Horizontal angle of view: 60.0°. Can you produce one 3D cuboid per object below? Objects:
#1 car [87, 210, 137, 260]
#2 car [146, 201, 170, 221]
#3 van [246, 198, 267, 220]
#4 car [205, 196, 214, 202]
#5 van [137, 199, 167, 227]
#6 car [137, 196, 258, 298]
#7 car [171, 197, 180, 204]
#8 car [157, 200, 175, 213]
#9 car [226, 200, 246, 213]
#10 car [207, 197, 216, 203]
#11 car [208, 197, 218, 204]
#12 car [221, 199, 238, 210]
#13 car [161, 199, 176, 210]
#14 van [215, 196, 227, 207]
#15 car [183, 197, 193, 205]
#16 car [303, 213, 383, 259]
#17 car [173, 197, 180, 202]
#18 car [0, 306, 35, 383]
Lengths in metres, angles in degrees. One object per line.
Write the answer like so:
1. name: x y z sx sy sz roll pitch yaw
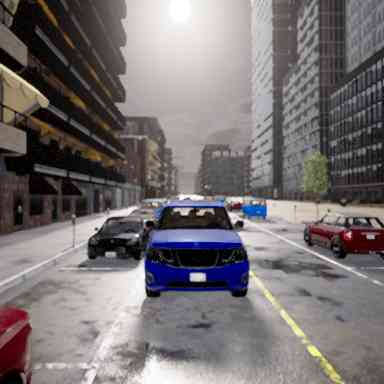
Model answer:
1. car: -2.587 1.602 12.633 1.947 1.339 4.313 1 0 -1
2. car: -2.889 1.615 29.170 1.752 1.417 4.829 1 0 -1
3. van: 5.490 1.449 29.493 1.690 1.788 3.998 1 0 -1
4. car: 4.470 1.739 85.179 1.967 1.590 4.097 1 0 -1
5. van: -2.787 1.413 23.772 1.690 1.788 3.998 1 0 -1
6. car: 0.061 1.251 8.977 2.150 2.045 5.566 0 0 -1
7. car: -3.707 1.786 73.889 1.887 1.381 4.507 1 0 -1
8. car: -3.096 1.678 40.476 2.008 1.369 4.403 1 0 -1
9. car: 5.283 1.727 40.628 1.802 1.307 4.206 1 0 -1
10. car: 4.569 1.824 79.610 1.887 1.381 4.507 1 0 -1
11. car: 4.669 1.785 74.211 1.752 1.417 4.829 1 0 -1
12. car: 5.178 1.689 46.367 1.752 1.417 4.829 1 0 -1
13. car: -3.194 1.670 45.876 1.752 1.417 4.829 1 0 -1
14. van: 4.981 1.542 57.336 1.690 1.788 3.998 1 0 -1
15. car: -0.824 1.734 62.747 1.812 1.442 4.674 0 0 -1
16. car: 5.794 1.493 12.786 1.967 1.590 4.097 1 0 -1
17. car: -3.911 1.863 85.027 1.802 1.307 4.206 1 0 -1
18. car: -2.383 1.545 1.495 1.887 1.381 4.507 1 0 -1
